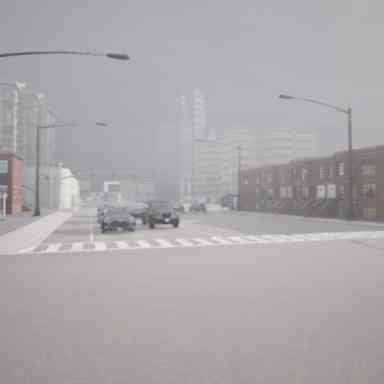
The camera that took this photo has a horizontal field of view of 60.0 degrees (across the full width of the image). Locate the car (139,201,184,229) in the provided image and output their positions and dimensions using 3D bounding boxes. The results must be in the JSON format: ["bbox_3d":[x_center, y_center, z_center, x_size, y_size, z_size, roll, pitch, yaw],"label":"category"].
[{"bbox_3d":[-2.585,1.723,26.546,2.150,2.045,5.566,0,-1,-17],"label":"car"}]

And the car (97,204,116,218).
[{"bbox_3d":[-10.744,2.290,41.385,2.128,1.511,4.902,0,-1,-17],"label":"car"}]

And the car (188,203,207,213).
[{"bbox_3d":[0.857,2.461,51.636,1.837,1.490,4.892,0,-1,-17],"label":"car"}]

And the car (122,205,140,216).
[{"bbox_3d":[-8.460,2.477,45.949,1.895,1.301,4.718,0,-1,-17],"label":"car"}]

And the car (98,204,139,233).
[{"bbox_3d":[-5.178,1.797,23.054,2.097,1.767,4.553,0,-1,-17],"label":"car"}]

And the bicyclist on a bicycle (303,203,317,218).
[{"bbox_3d":[12.241,1.908,34.440,1.656,1.620,0.582,0,-1,-17],"label":"bicyclist on a bicycle"}]

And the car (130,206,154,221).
[{"bbox_3d":[-5.486,2.251,36.118,1.994,1.385,4.181,0,-1,-16],"label":"car"}]
